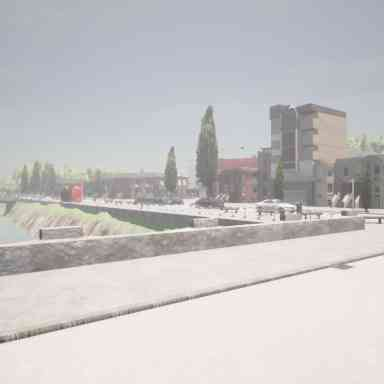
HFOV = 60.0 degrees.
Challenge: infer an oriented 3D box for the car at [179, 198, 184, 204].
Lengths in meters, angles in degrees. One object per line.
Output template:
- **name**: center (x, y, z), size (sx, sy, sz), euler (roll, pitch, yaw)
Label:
- **car**: center (-3.626, 1.547, 60.287), size (2.033, 1.411, 5.357), euler (0, 0, -36)

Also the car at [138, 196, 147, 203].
- **car**: center (-9.838, 1.546, 68.948), size (2.033, 1.411, 5.357), euler (0, 0, -36)

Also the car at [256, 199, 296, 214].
- **car**: center (8.906, 1.526, 35.617), size (1.812, 1.442, 4.674), euler (0, 0, -36)

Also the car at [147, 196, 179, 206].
- **car**: center (-4.837, 1.492, 54.839), size (2.128, 1.511, 4.902), euler (0, 0, -35)

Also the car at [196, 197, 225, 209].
- **car**: center (2.407, 1.503, 44.662), size (1.837, 1.490, 4.892), euler (0, 0, -36)
